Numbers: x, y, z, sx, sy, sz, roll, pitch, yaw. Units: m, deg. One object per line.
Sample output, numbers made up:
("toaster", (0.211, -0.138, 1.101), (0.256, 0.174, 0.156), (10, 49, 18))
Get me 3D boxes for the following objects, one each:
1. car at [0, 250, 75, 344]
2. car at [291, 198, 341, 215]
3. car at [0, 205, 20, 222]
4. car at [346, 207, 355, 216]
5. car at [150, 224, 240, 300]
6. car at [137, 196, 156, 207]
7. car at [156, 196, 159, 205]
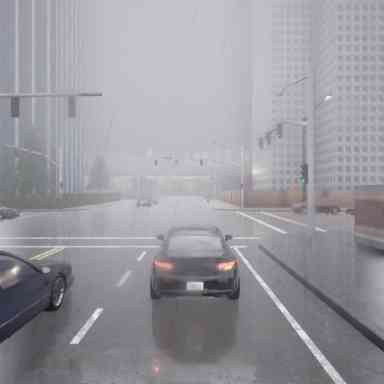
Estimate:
("car", (-3.446, 1.547, 4.690), (2.033, 1.411, 5.357), (0, 0, 0))
("car", (12.378, 1.352, 33.492), (4.553, 1.767, 2.097), (0, 0, 0))
("car", (-16.032, 1.506, 25.936), (4.892, 1.490, 1.837), (0, 0, -1))
("car", (16.852, 1.547, 29.974), (5.357, 1.411, 2.033), (0, 0, 0))
("car", (0.069, 1.526, 8.286), (1.812, 1.442, 4.674), (0, 0, 0))
("car", (-7.147, 1.491, 50.240), (2.128, 1.511, 4.902), (0, 0, 0))
("car", (-7.132, 1.491, 60.301), (2.128, 1.511, 4.902), (0, 0, 0))
